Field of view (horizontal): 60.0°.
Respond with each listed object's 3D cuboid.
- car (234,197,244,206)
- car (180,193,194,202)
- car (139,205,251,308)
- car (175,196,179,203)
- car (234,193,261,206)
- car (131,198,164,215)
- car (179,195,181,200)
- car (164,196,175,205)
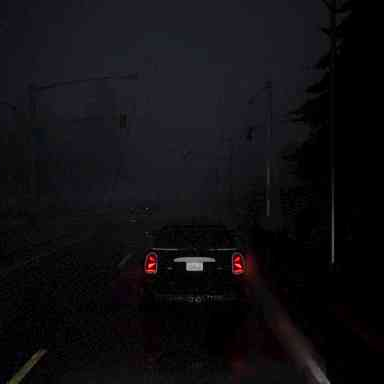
[{"bbox_3d":[8.919,1.144,48.784,4.605,1.855,1.932,0,0,-1],"label":"car"},{"bbox_3d":[-0.835,1.555,73.435,1.895,1.301,4.718,0,0,-7],"label":"car"},{"bbox_3d":[0.072,1.352,8.071,2.097,1.767,4.553,0,0,1],"label":"car"},{"bbox_3d":[-4.088,1.496,64.190,1.812,1.442,4.674,0,0,0],"label":"car"},{"bbox_3d":[8.508,1.146,51.295,3.866,1.878,1.905,0,0,-1],"label":"car"},{"bbox_3d":[-4.525,1.501,33.279,1.812,1.442,4.674,0,0,10],"label":"car"},{"bbox_3d":[-2.109,1.158,83.569,2.097,1.767,4.553,0,0,-13],"label":"car"},{"bbox_3d":[-4.017,1.534,49.831,1.994,1.385,4.181,0,0,0],"label":"car"}]
